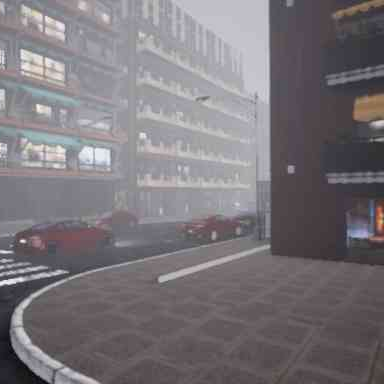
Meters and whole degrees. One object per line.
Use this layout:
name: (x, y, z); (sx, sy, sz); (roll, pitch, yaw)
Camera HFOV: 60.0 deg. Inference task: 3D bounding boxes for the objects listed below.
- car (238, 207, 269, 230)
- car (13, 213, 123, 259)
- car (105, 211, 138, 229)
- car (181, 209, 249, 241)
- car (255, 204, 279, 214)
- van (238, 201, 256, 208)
car: (4.253, 1.992, 23.155); (1.947, 1.339, 4.313); (-1, -2, 35)
car: (-5.258, 1.839, 14.169); (1.994, 1.385, 4.181); (-1, -1, 32)
car: (-5.634, 1.999, 23.611); (1.802, 1.307, 4.206); (-1, -2, 35)
car: (1.189, 1.900, 18.805); (1.887, 1.381, 4.507); (-1, -2, 35)
car: (10.489, 2.373, 46.506); (1.802, 1.307, 4.206); (-1, -2, 35)
van: (7.227, 2.056, 41.881); (1.690, 1.788, 3.998); (-1, -2, 35)
